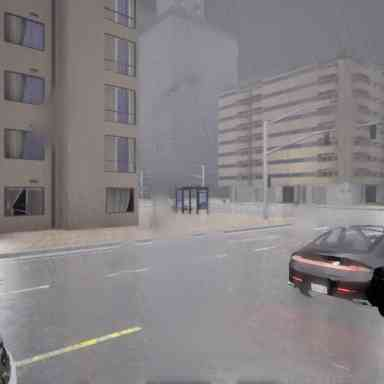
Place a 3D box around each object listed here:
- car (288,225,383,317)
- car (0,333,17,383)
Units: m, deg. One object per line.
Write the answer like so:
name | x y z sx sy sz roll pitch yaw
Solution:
car | 4.130 1.492 7.394 4.902 1.511 2.128 0 0 -39
car | -3.820 1.221 1.319 5.566 2.045 2.150 0 0 -32
